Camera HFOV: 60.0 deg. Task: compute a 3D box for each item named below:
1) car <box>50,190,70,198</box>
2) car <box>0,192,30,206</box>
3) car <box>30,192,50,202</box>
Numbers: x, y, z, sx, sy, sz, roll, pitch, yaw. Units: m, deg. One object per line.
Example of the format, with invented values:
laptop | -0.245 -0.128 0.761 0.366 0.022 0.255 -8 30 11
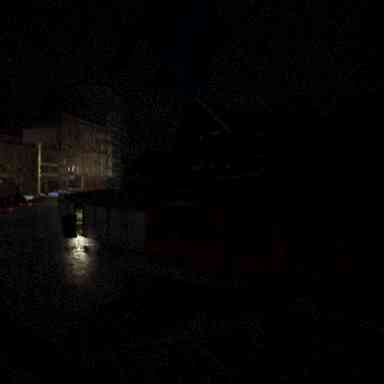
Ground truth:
car | -22.812 0.281 57.538 2.033 1.411 5.357 2 2 5
car | -21.850 0.835 40.631 1.812 1.442 4.674 1 1 -9
car | -22.756 0.681 47.925 1.895 1.301 4.718 1 2 -1
